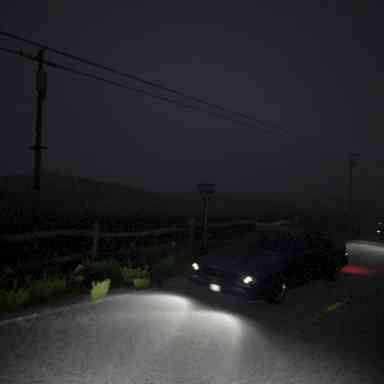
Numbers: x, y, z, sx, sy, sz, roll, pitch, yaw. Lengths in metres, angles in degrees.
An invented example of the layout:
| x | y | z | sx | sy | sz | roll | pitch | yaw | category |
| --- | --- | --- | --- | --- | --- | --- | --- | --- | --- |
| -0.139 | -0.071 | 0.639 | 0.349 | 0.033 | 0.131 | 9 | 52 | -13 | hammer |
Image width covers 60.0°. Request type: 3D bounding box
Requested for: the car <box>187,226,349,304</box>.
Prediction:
| x | y | z | sx | sy | sz | roll | pitch | yaw | category |
| --- | --- | --- | --- | --- | --- | --- | --- | --- | --- |
| 2.342 | 1.648 | 8.689 | 2.033 | 1.411 | 5.357 | 3 | 0 | 44 | car |

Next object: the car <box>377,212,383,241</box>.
| x | y | z | sx | sy | sz | roll | pitch | yaw | category |
| --- | --- | --- | --- | --- | --- | --- | --- | --- | --- |
| 12.589 | 1.780 | 19.263 | 2.150 | 2.045 | 5.566 | 3 | 1 | 44 | car |
